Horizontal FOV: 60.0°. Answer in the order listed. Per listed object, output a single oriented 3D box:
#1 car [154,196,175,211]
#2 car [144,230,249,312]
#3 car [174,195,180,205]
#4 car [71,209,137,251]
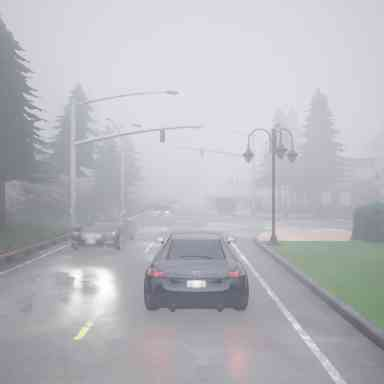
[{"bbox_3d":[-3.552,1.547,40.939,2.033,1.411,5.357,0,0,0],"label":"car"},{"bbox_3d":[0.086,1.564,7.782,1.994,1.385,4.181,0,0,0],"label":"car"},{"bbox_3d":[-3.513,1.477,58.015,1.882,1.535,5.008,0,0,0],"label":"car"},{"bbox_3d":[-3.582,1.491,14.214,2.128,1.511,4.902,0,0,0],"label":"car"}]
